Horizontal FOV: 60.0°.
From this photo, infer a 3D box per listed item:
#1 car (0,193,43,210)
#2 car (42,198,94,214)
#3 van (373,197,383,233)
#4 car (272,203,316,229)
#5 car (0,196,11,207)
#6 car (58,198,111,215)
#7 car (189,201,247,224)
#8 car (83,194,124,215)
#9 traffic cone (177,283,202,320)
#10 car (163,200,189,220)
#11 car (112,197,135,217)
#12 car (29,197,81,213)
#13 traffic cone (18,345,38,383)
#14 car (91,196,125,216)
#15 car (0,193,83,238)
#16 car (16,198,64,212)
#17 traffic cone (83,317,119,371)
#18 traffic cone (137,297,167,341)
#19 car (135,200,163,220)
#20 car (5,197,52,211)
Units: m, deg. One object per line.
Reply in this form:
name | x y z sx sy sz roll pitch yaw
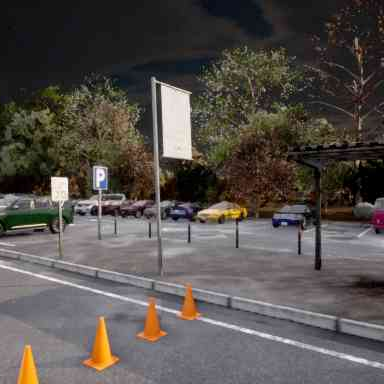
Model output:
car | -22.560 1.153 42.853 2.435 2.045 5.566 0 0 35
car | -13.458 1.454 36.490 2.097 1.535 5.008 0 0 35
van | 11.598 1.264 19.042 1.878 1.987 4.442 0 0 35
car | 6.972 1.513 22.113 2.163 1.488 4.792 0 0 35
car | -29.253 1.332 47.815 1.946 1.575 5.366 1 0 35
car | -11.185 1.461 34.892 2.231 1.521 4.892 0 0 35
car | 2.339 1.475 25.175 1.946 1.575 5.366 0 0 35
car | -8.928 1.212 33.279 2.435 2.045 5.566 0 0 35
traffic cone | -0.051 1.957 6.041 0.340 0.580 0.340 0 0 36
car | 0.191 1.504 26.946 2.163 1.488 4.792 0 0 35
car | -4.365 1.469 30.117 2.097 1.535 5.008 0 0 35
car | -15.622 1.444 38.241 1.946 1.575 5.366 0 0 35
traffic cone | -1.776 1.957 3.592 0.340 0.580 0.340 0 0 35
car | -6.637 1.466 31.712 2.097 1.535 5.008 0 0 35
car | -8.918 1.221 17.290 2.435 2.045 5.566 0 0 35
car | -18.013 1.468 39.659 2.163 1.488 4.792 0 0 35
traffic cone | -1.201 1.957 4.408 0.340 0.580 0.340 0 0 35
traffic cone | -0.626 1.957 5.225 0.340 0.580 0.340 0 0 35
car | -2.093 1.473 28.522 2.231 1.521 4.892 0 0 35
car | -20.257 1.451 41.306 2.163 1.488 4.792 0 0 35
